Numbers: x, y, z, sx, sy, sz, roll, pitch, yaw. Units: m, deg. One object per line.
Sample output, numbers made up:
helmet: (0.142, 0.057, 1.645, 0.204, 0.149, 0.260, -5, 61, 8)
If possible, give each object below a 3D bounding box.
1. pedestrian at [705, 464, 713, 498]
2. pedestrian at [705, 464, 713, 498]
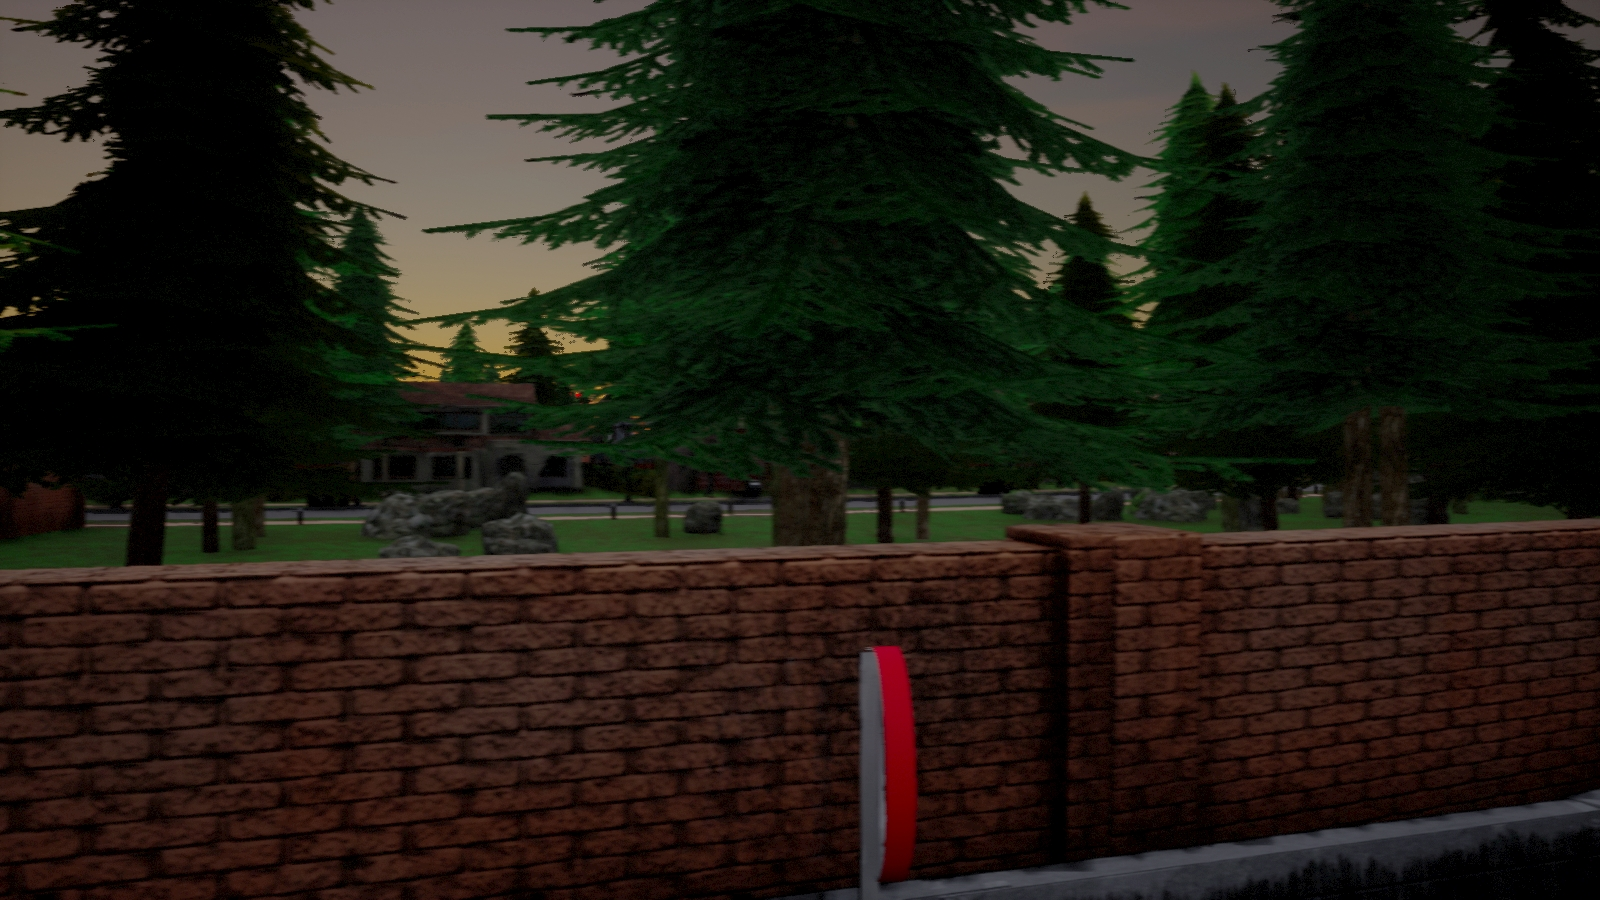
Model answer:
pedestrian: (-5.074, 1.724, 63.699, 0.375, 1.860, 0.375, 0, 0, -19)
pedestrian: (-5.005, 1.722, 63.096, 0.375, 1.860, 0.375, 0, 0, 5)
